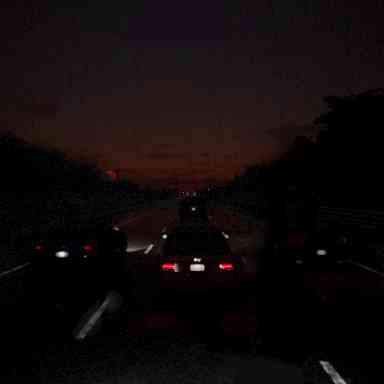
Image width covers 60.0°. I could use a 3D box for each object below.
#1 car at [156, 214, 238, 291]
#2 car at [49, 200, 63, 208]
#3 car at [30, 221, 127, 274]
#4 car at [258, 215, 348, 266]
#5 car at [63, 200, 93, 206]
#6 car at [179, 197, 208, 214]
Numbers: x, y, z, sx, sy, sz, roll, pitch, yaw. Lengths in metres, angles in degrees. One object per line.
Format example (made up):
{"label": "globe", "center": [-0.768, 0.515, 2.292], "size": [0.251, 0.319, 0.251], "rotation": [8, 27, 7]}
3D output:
{"label": "car", "center": [0.106, 1.583, 9.215], "size": [2.033, 1.411, 5.357], "rotation": [0, 0, 0]}
{"label": "car", "center": [-17.523, 1.834, 44.685], "size": [1.837, 1.490, 4.892], "rotation": [0, -1, 0]}
{"label": "car", "center": [-3.392, 1.608, 10.667], "size": [1.994, 1.385, 4.181], "rotation": [0, 0, 0]}
{"label": "car", "center": [3.606, 1.529, 11.714], "size": [1.882, 1.535, 5.008], "rotation": [0, 0, 0]}
{"label": "car", "center": [-14.044, 1.777, 42.058], "size": [1.882, 1.535, 5.008], "rotation": [0, -1, 0]}
{"label": "car", "center": [0.117, 1.398, 27.613], "size": [2.150, 2.045, 5.566], "rotation": [0, 0, 0]}
